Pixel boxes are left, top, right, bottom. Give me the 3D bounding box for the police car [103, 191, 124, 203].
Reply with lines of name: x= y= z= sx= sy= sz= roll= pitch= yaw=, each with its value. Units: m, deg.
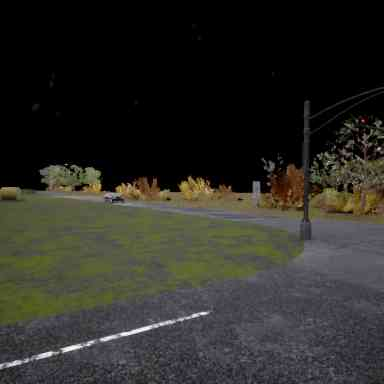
police car: x=-11.663 y=0.744 z=49.702 sx=1.930 sy=1.638 sz=5.238 roll=1 pitch=0 yaw=-32
